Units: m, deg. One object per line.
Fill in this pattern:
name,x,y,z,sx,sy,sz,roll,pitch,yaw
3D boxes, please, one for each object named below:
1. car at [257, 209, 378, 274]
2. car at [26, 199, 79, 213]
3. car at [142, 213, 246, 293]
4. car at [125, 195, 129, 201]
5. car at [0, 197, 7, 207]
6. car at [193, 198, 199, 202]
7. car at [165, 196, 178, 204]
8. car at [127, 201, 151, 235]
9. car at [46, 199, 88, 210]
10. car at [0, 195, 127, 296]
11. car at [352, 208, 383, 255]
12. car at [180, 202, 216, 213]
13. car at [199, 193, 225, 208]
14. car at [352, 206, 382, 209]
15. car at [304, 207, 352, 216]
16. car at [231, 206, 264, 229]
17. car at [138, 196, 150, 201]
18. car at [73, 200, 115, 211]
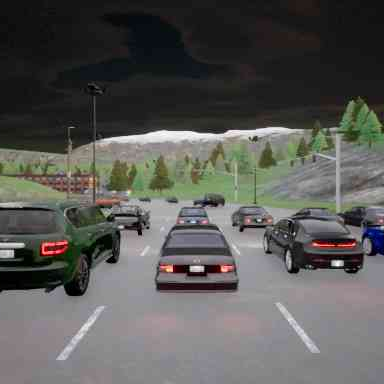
car,3.580,1.505,10.592,1.837,1.490,4.892,0,0,0
car,-15.059,1.492,36.105,4.902,1.511,2.128,0,0,-2
car,0.085,1.547,9.000,2.033,1.411,5.357,0,0,0
car,-16.742,1.553,78.969,1.994,1.385,4.181,0,0,-34
car,-30.778,1.478,49.811,5.008,1.535,1.882,1,0,-1
car,1.337,1.601,57.036,1.895,1.301,4.718,0,0,5
car,-4.098,1.506,65.479,1.837,1.490,4.892,1,0,-14
car,-3.453,1.492,18.611,2.128,1.511,4.902,0,0,0
car,-16.192,1.601,43.137,4.718,1.301,1.895,0,0,-2
car,-3.417,1.221,8.757,2.150,2.045,5.566,0,0,0
car,7.079,1.478,10.076,1.882,1.535,5.008,0,0,0
car,0.050,1.547,19.070,2.033,1.411,5.357,0,0,0
car,3.312,1.221,49.512,2.150,2.045,5.566,0,0,21
car,10.528,1.547,20.036,2.033,1.411,5.357,0,0,-1
car,7.039,1.564,19.064,1.994,1.385,4.181,0,0,0
car,3.527,1.547,20.085,2.033,1.411,5.357,0,0,-1
car,-10.745,1.524,74.880,1.812,1.442,4.674,0,0,-23
car,-11.747,1.601,40.113,4.718,1.301,1.895,0,0,-10
